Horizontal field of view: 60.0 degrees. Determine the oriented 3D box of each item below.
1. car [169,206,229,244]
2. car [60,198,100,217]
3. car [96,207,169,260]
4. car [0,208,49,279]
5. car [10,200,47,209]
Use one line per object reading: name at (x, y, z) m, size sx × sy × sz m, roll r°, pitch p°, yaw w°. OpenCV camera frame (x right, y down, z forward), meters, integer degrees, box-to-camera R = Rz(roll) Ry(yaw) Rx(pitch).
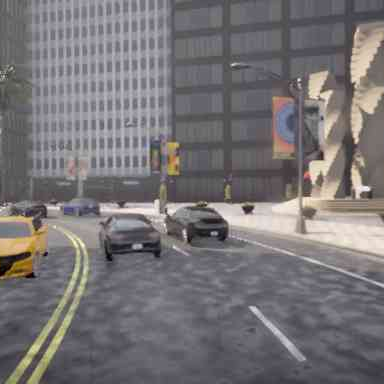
car at (0.024, 1.451, 15.678) m, size 1.837 × 1.490 × 4.892 m, roll 0°, pitch 0°, yaw -21°
car at (-10.485, 1.341, 30.998) m, size 4.553 × 1.767 × 2.097 m, roll 0°, pitch 0°, yaw 45°
car at (-2.404, 1.506, 12.373) m, size 1.812 × 1.442 × 4.674 m, roll 0°, pitch 0°, yaw -18°
car at (-5.454, 1.492, 9.936) m, size 1.882 × 1.535 × 5.008 m, roll 0°, pitch 0°, yaw -19°
car at (-14.999, 1.534, 30.413) m, size 4.892 × 1.490 × 1.837 m, roll 0°, pitch 0°, yaw 41°
